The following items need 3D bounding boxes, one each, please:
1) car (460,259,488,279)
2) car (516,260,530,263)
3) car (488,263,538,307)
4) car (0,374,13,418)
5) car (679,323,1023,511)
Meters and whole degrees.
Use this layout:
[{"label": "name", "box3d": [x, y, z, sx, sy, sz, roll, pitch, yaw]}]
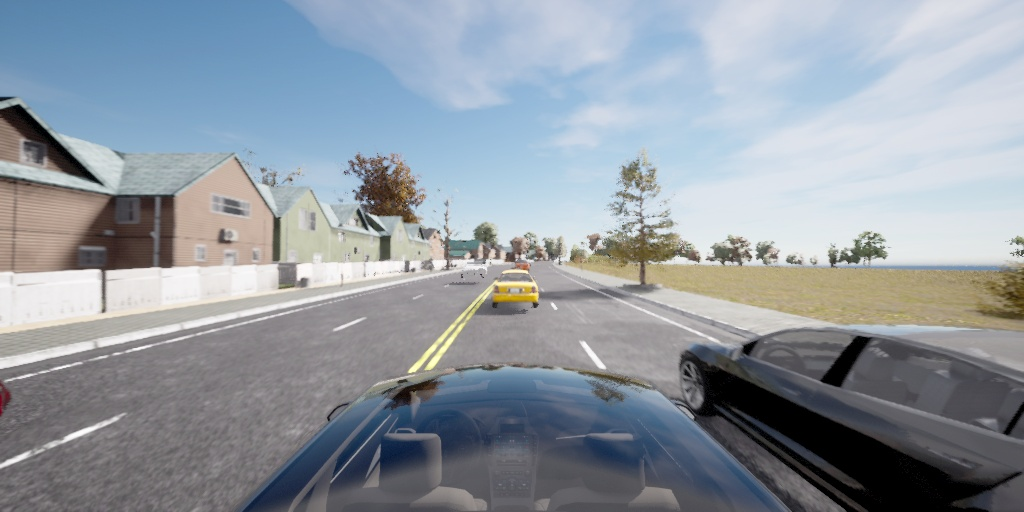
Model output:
[{"label": "car", "box3d": [-2.868, 0.995, 28.068, 1.812, 1.442, 4.674, 0, 0, 2]}, {"label": "car", "box3d": [1.404, 1.312, 49.921, 2.097, 1.767, 4.553, 0, 0, 3]}, {"label": "car", "box3d": [0.159, 1.261, 15.778, 1.801, 1.575, 5.366, 0, 0, 1]}, {"label": "car", "box3d": [-6.584, 1.308, 2.185, 1.994, 1.385, 4.181, 0, 0, 0]}, {"label": "car", "box3d": [3.245, 1.263, 2.990, 2.163, 1.488, 4.792, 0, 0, 0]}]
